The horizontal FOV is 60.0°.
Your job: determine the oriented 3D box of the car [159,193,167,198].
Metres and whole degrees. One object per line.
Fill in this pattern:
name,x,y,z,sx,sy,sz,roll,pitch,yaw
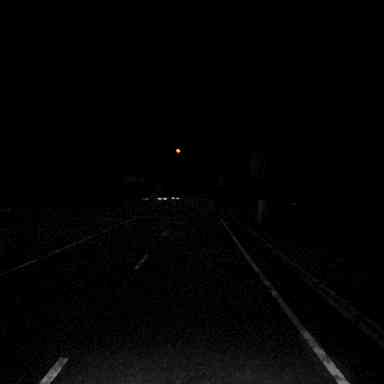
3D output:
car,-8.101,0.869,92.379,1.895,1.301,4.718,0,1,1

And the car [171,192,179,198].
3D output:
car,-4.600,0.821,92.412,1.994,1.385,4.181,0,1,1

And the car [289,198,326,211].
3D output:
car,13.603,1.339,36.799,5.357,1.411,2.033,0,0,-2
